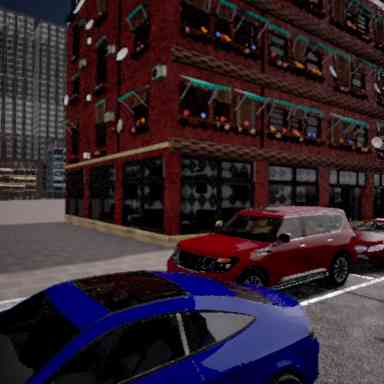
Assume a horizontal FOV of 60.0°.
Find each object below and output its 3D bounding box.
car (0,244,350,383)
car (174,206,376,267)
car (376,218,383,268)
[{"bbox_3d":[-0.812,1.524,2.799,4.674,1.442,1.812,0,0,-35],"label":"car"},{"bbox_3d":[1.883,1.304,7.854,5.009,1.841,2.192,0,1,-35],"label":"car"},{"bbox_3d":[6.432,1.560,11.071,4.206,1.307,1.802,0,1,-35],"label":"car"}]
